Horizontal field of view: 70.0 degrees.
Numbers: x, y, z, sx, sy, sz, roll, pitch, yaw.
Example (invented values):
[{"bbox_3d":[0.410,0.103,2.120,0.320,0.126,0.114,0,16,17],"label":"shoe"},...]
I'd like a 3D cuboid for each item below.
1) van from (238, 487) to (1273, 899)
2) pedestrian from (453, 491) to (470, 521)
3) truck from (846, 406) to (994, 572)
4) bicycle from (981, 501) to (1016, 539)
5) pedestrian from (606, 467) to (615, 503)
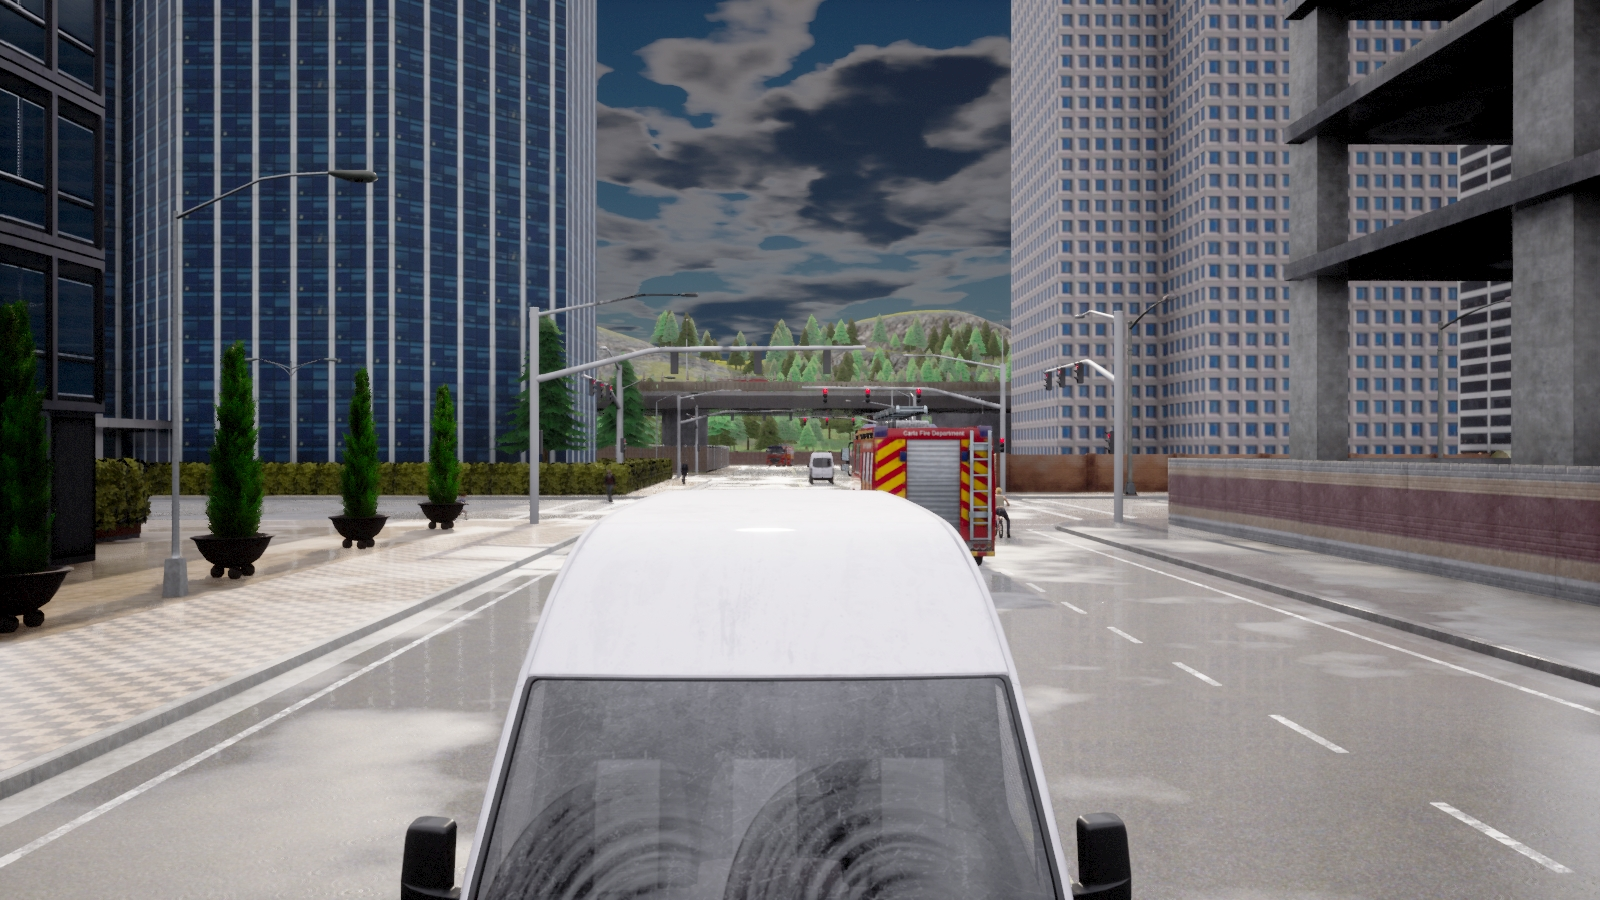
[{"bbox_3d":[-0.128,1.535,5.152,1.988,2.561,5.915,0,0,-1],"label":"van"},{"bbox_3d":[-12.565,2.076,42.464,0.500,1.100,0.500,0,0,-4],"label":"pedestrian"},{"bbox_3d":[2.932,0.891,30.480,2.891,3.827,8.468,0,0,-1],"label":"truck"},{"bbox_3d":[6.346,2.233,36.588,0.859,1.126,1.487,0,0,-1],"label":"bicycle"},{"bbox_3d":[-10.003,1.849,60.253,0.375,1.860,0.375,0,0,5],"label":"pedestrian"}]
